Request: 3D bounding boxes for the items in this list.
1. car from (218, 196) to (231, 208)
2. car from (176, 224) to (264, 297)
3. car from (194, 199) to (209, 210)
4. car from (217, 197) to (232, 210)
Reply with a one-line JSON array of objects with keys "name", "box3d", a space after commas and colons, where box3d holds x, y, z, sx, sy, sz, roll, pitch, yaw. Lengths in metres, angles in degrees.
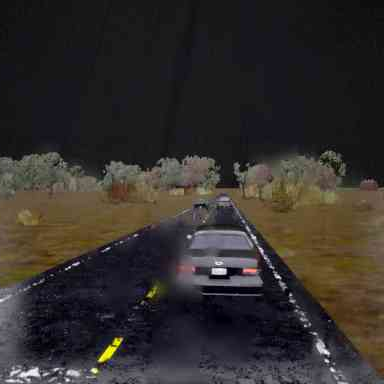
[{"name": "car", "box3d": [4.858, 1.470, 49.599, 1.882, 1.535, 5.008, 0, 0, 6]}, {"name": "car", "box3d": [0.762, 1.548, 8.785, 2.033, 1.411, 5.357, 0, 0, 6]}, {"name": "car", "box3d": [1.289, 1.597, 44.079, 1.895, 1.301, 4.718, 0, 0, 6]}, {"name": "car", "box3d": [4.164, 1.488, 42.296, 2.128, 1.511, 4.902, 0, 0, 6]}]
